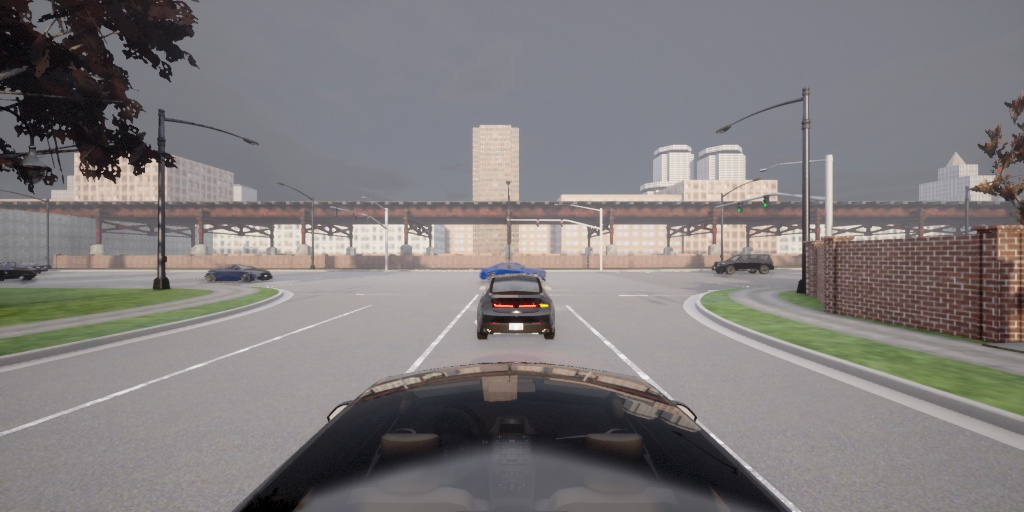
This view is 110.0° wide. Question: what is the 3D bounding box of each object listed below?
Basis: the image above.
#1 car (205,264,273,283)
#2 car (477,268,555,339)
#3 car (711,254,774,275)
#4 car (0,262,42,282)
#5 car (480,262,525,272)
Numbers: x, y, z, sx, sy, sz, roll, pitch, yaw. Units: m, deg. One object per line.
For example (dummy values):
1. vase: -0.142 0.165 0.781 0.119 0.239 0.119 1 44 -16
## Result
1. car: -20.613 1.313 27.152 4.181 1.385 1.994 0 0 1
2. car: 0.094 1.256 10.049 1.837 1.490 4.892 0 0 0
3. car: 23.557 0.835 36.650 5.566 2.045 2.150 -1 0 3
4. car: -40.110 1.350 27.770 4.718 1.301 1.895 0 0 2
5. car: 0.069 1.210 26.594 5.008 1.535 1.882 0 0 2
